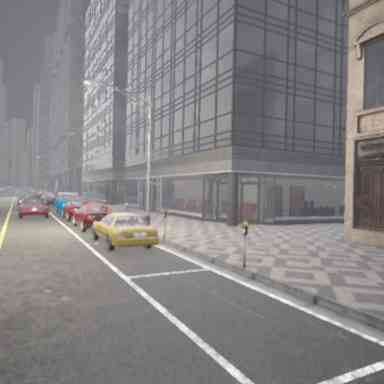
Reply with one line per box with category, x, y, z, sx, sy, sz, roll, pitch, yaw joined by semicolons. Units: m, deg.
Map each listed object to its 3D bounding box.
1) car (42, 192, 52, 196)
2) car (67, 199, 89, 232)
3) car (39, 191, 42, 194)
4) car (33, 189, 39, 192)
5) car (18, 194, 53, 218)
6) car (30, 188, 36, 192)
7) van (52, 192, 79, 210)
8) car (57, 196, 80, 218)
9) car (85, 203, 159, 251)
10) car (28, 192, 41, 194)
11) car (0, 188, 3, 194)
car;-15.699;0.940;38.019;1.887;1.381;4.507;1;0;-28
car;-5.338;1.308;18.152;1.887;1.381;4.507;1;0;-28
car;-18.286;0.744;42.984;1.967;1.590;4.097;1;0;-28
car;-26.060;0.574;57.884;1.887;1.381;4.507;1;0;-28
car;-11.819;1.131;24.795;1.994;1.385;4.181;1;0;-28
car;-33.831;0.321;72.784;1.947;1.339;4.313;1;0;-28
van;-10.513;0.920;28.084;1.690;1.788;3.998;1;0;-28
car;-7.928;1.216;23.118;1.887;1.381;4.507;1;0;-28
car;-2.826;1.377;13.336;1.752;1.417;4.829;1;0;-28
car;-18.026;0.948;36.598;1.895;1.301;4.718;1;0;-27
car;-43.965;-0.180;73.795;2.192;1.841;5.009;1;0;-28
